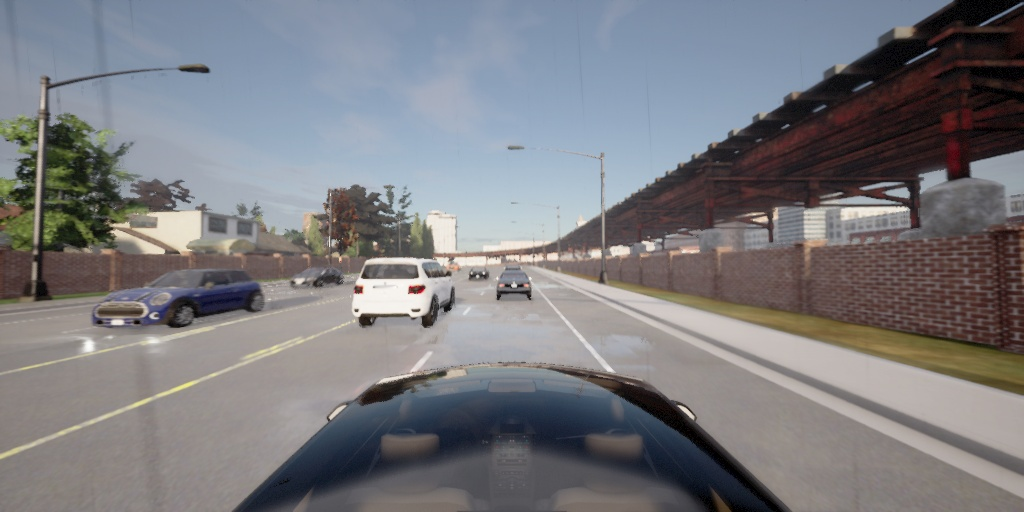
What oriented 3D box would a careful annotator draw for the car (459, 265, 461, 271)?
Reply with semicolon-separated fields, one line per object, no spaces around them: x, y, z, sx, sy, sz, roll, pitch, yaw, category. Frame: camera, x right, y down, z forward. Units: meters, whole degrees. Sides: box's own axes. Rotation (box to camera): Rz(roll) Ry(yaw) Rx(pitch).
-10.502;1.845;64.275;2.097;1.767;4.553;0;0;0;car

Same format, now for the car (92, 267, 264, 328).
-10.599;1.228;11.887;2.097;1.767;4.553;0;-1;0;car

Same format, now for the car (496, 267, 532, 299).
0.101;1.516;19.779;2.033;1.411;5.357;0;-1;0;car

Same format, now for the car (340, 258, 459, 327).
-3.399;1.102;12.280;2.150;2.045;5.566;0;-1;0;car

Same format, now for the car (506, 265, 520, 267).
0.102;1.672;38.828;1.882;1.535;5.008;0;-1;0;car

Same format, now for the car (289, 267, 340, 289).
-14.098;1.537;26.179;2.128;1.511;4.902;0;-1;0;car

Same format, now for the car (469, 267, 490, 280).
-3.399;1.784;37.884;1.895;1.301;4.718;0;-1;0;car
